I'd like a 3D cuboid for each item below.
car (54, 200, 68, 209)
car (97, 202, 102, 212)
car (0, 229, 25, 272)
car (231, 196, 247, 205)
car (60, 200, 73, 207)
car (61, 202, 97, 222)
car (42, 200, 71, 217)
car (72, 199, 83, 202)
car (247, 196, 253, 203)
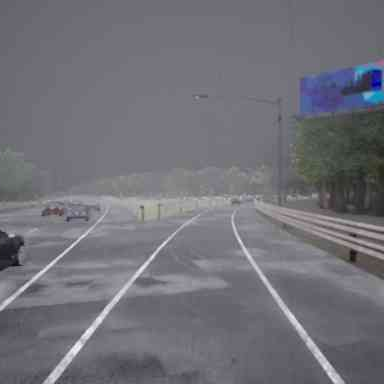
[{"bbox_3d":[-25.080,2.307,63.709,1.882,1.535,5.008,0,-1,-14],"label":"car"},{"bbox_3d":[-13.749,2.083,46.617,1.812,1.442,4.674,0,-1,-13],"label":"car"},{"bbox_3d":[-5.948,1.554,8.681,1.882,1.535,5.008,0,-1,-10],"label":"car"},{"bbox_3d":[8.795,1.776,64.681,1.837,1.490,4.892,0,0,19],"label":"car"},{"bbox_3d":[-27.622,2.511,73.432,2.128,1.511,4.902,0,-1,-15],"label":"car"},{"bbox_3d":[-10.128,1.875,30.169,2.033,1.411,5.357,0,-1,-12],"label":"car"},{"bbox_3d":[-15.040,1.779,36.812,2.097,1.767,4.553,0,-1,-12],"label":"car"},{"bbox_3d":[-20.040,2.083,58.353,2.097,1.767,4.553,0,-1,-14],"label":"car"},{"bbox_3d":[12.203,1.684,74.260,2.128,1.511,4.902,0,0,24],"label":"car"}]
